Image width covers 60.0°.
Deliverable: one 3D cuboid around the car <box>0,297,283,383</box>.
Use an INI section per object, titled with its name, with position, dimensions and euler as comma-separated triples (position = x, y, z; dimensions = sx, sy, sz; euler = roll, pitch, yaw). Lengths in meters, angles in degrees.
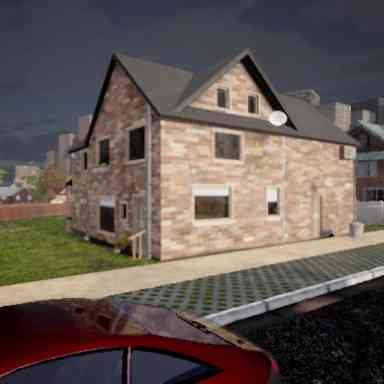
[car]
position = -1.266, 1.563, 2.167
dimensions = 4.181, 1.385, 1.994
euler = 0, 0, -35
